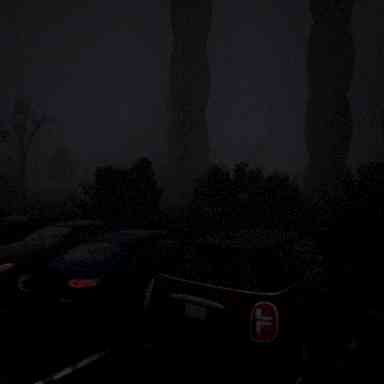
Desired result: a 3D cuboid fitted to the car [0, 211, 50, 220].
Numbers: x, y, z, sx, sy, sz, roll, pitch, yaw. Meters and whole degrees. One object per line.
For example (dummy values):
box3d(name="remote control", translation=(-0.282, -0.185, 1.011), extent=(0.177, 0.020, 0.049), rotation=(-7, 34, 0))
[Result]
box3d(name="car", translation=(-5.472, 1.474, 10.231), extent=(2.163, 1.488, 4.792), rotation=(1, 0, 35))

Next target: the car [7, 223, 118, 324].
box3d(name="car", translation=(-0.967, 1.509, 7.055), extent=(2.002, 1.452, 4.674), rotation=(0, 0, 35))

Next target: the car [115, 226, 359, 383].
box3d(name="car", translation=(1.266, 1.353, 5.430), extent=(2.185, 1.767, 4.553), rotation=(0, 0, 35))

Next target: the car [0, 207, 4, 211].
box3d(name="car", translation=(-7.680, 1.453, 11.876), extent=(2.163, 1.488, 4.792), rotation=(1, 0, 35))

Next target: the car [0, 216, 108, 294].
box3d(name="car", translation=(-3.207, 1.498, 8.657), extent=(2.002, 1.452, 4.674), rotation=(0, 0, 35))
